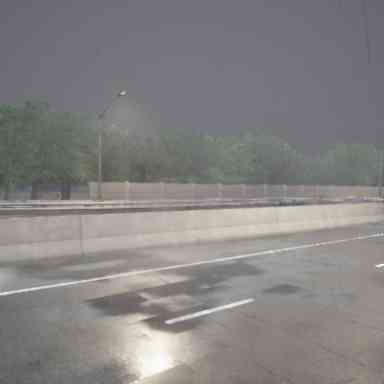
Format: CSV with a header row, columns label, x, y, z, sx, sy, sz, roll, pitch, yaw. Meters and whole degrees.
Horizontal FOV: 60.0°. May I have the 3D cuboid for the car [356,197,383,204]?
label,x,y,z,sx,sy,sz,roll,pitch,yaw
car,19.643,1.503,35.177,4.181,1.385,1.994,0,0,-35

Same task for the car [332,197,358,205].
label,x,y,z,sx,sy,sz,roll,pitch,yaw
car,17.838,1.503,38.185,4.181,1.385,1.994,0,0,-35

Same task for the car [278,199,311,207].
label,x,y,z,sx,sy,sz,roll,pitch,yaw
car,13.365,1.541,43.593,4.718,1.301,1.895,0,0,-35

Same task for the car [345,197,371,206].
label,x,y,z,sx,sy,sz,roll,pitch,yaw
car,26.496,1.476,52.962,4.181,1.385,1.994,0,0,-35
